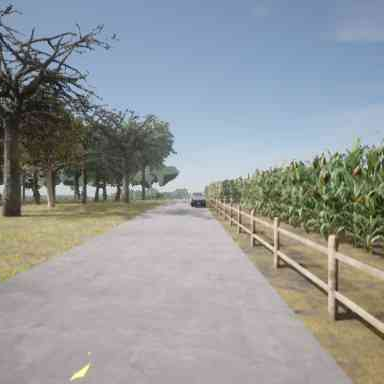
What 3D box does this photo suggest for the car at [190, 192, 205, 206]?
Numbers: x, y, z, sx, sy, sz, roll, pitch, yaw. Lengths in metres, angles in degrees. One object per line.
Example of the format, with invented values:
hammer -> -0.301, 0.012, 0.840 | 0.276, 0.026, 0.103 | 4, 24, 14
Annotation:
car -> 0.822, 1.026, 53.093 | 2.150, 2.045, 5.566 | 0, 0, 0

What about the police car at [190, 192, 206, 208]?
police car -> 0.825, 1.194, 43.167 | 1.930, 1.638, 5.238 | 0, 0, 0

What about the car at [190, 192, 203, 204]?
car -> 0.821, 1.043, 59.095 | 2.150, 2.045, 5.566 | 0, 0, 0
